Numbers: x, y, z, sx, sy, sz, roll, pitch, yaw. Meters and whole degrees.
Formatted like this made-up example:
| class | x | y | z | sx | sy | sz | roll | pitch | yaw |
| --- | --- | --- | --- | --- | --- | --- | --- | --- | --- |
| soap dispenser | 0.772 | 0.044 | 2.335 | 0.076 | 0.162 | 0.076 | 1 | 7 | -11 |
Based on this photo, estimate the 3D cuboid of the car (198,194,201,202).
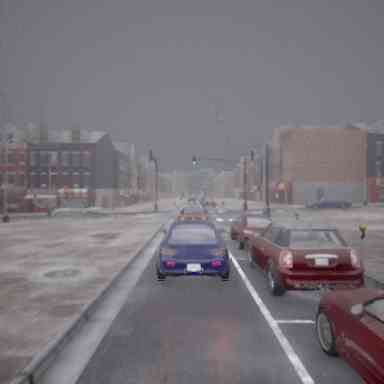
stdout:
| class | x | y | z | sx | sy | sz | roll | pitch | yaw |
| --- | --- | --- | --- | --- | --- | --- | --- | --- | --- |
| car | 2.630 | 1.445 | 56.896 | 2.192 | 1.841 | 5.009 | -1 | 0 | 0 |

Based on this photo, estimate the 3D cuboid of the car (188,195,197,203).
| class | x | y | z | sx | sy | sz | roll | pitch | yaw |
| --- | --- | --- | --- | --- | --- | --- | --- | --- | --- |
| car | 0.001 | 1.716 | 76.550 | 1.837 | 1.490 | 4.892 | 0 | 0 | 0 |

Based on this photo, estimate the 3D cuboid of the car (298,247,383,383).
| class | x | y | z | sx | sy | sz | roll | pitch | yaw |
| --- | --- | --- | --- | --- | --- | --- | --- | --- | --- |
| car | 2.634 | 1.582 | 3.218 | 1.802 | 1.307 | 4.206 | 0 | 0 | 0 |

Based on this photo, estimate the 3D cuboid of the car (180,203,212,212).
| class | x | y | z | sx | sy | sz | roll | pitch | yaw |
| --- | --- | --- | --- | --- | --- | --- | --- | --- | --- |
| car | 0.163 | 1.618 | 21.664 | 1.895 | 1.301 | 4.718 | 0 | 0 | 1 |

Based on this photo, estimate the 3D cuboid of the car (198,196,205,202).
| class | x | y | z | sx | sy | sz | roll | pitch | yaw |
| --- | --- | --- | --- | --- | --- | --- | --- | --- | --- |
| car | 2.631 | 1.823 | 89.479 | 1.752 | 1.417 | 4.829 | -1 | 0 | 0 |

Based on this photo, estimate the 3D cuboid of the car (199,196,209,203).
| class | x | y | z | sx | sy | sz | roll | pitch | yaw |
| --- | --- | --- | --- | --- | --- | --- | --- | --- | --- |
| car | 2.630 | 1.647 | 73.103 | 1.967 | 1.590 | 4.097 | -1 | 0 | 0 |

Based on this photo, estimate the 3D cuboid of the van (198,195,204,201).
| class | x | y | z | sx | sy | sz | roll | pitch | yaw |
| --- | --- | --- | --- | --- | --- | --- | --- | --- | --- |
| van | 2.629 | 1.670 | 94.713 | 1.690 | 1.788 | 3.998 | -1 | 0 | 0 |

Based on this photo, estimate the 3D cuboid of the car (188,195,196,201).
| class | x | y | z | sx | sy | sz | roll | pitch | yaw |
| --- | --- | --- | --- | --- | --- | --- | --- | --- | --- |
| car | 0.001 | 1.639 | 86.970 | 1.812 | 1.442 | 4.674 | 0 | 0 | 0 |

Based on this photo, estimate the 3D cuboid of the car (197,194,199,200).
| class | x | y | z | sx | sy | sz | roll | pitch | yaw |
| --- | --- | --- | --- | --- | --- | --- | --- | --- | --- |
| car | 2.629 | 1.469 | 62.299 | 2.192 | 1.841 | 5.009 | -1 | 0 | 0 |

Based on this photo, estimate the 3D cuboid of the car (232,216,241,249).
| class | x | y | z | sx | sy | sz | roll | pitch | yaw |
| --- | --- | --- | --- | --- | --- | --- | --- | --- | --- |
| car | 2.634 | 1.588 | 14.151 | 1.802 | 1.307 | 4.206 | 0 | 0 | 0 |

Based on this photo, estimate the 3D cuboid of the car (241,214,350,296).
| class | x | y | z | sx | sy | sz | roll | pitch | yaw |
| --- | --- | --- | --- | --- | --- | --- | --- | --- | --- |
| car | 2.634 | 1.442 | 8.684 | 1.967 | 1.590 | 4.097 | 0 | 0 | 0 |

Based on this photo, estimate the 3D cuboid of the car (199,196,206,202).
| class | x | y | z | sx | sy | sz | roll | pitch | yaw |
| --- | --- | --- | --- | --- | --- | --- | --- | --- | --- |
| car | 2.631 | 1.792 | 84.077 | 1.752 | 1.417 | 4.829 | -1 | 0 | 0 |

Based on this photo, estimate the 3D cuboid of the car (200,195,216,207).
| class | x | y | z | sx | sy | sz | roll | pitch | yaw |
| --- | --- | --- | --- | --- | --- | --- | --- | --- | --- |
| car | 2.631 | 1.548 | 51.494 | 1.967 | 1.590 | 4.097 | -1 | 0 | 0 |

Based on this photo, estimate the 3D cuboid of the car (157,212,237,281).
| class | x | y | z | sx | sy | sz | roll | pitch | yaw |
| --- | --- | --- | --- | --- | --- | --- | --- | --- | --- |
| car | 0.026 | 1.528 | 9.783 | 1.812 | 1.442 | 4.674 | 0 | 0 | 0 |

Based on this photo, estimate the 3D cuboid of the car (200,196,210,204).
| class | x | y | z | sx | sy | sz | roll | pitch | yaw |
| --- | --- | --- | --- | --- | --- | --- | --- | --- | --- |
| car | 2.630 | 1.620 | 67.701 | 1.967 | 1.590 | 4.097 | -1 | 0 | 0 |

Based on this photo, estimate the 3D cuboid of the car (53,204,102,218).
| class | x | y | z | sx | sy | sz | roll | pitch | yaw |
| --- | --- | --- | --- | --- | --- | --- | --- | --- | --- |
| car | -11.981 | 1.946 | 34.896 | 4.718 | 1.301 | 1.895 | -2 | 0 | -4 |

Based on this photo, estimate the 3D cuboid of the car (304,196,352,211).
| class | x | y | z | sx | sy | sz | roll | pitch | yaw |
| --- | --- | --- | --- | --- | --- | --- | --- | --- | --- |
| car | 14.144 | 1.131 | 34.658 | 4.674 | 1.442 | 1.812 | -1 | 0 | 2 |
